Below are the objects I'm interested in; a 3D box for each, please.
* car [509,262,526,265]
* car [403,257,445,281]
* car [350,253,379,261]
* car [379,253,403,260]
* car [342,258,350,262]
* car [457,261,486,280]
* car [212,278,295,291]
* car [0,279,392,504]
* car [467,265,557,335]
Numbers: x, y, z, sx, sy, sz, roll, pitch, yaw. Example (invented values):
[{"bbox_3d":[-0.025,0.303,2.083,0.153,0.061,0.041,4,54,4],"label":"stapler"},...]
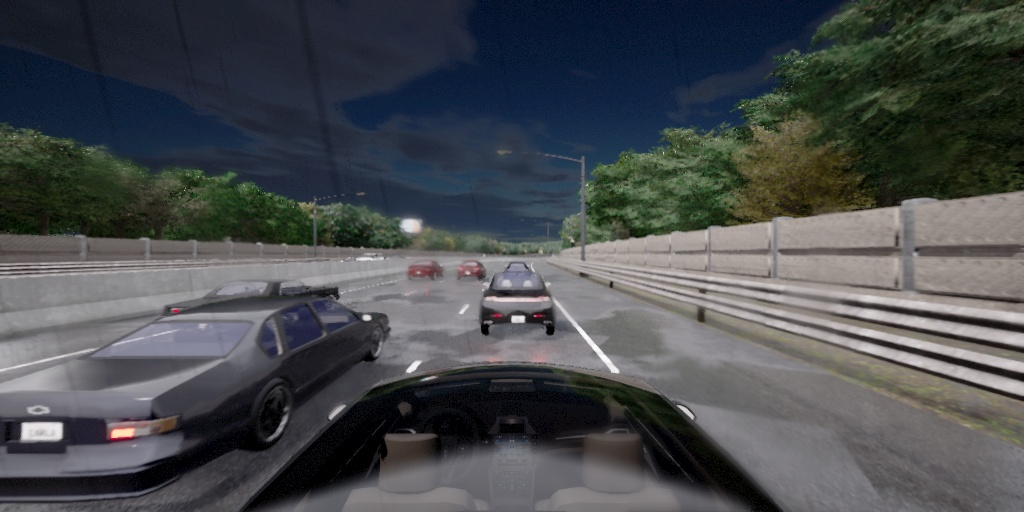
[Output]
[{"bbox_3d":[0.418,1.118,27.262,1.994,1.385,4.181,0,0,1],"label":"car"},{"bbox_3d":[-6.571,1.024,27.889,1.882,1.535,5.008,0,0,1],"label":"car"},{"bbox_3d":[-20.010,0.637,50.468,2.150,2.045,5.566,0,0,3],"label":"car"},{"bbox_3d":[-16.496,0.770,50.618,2.097,1.767,4.553,0,0,3],"label":"car"},{"bbox_3d":[-23.413,0.967,52.451,1.994,1.385,4.181,0,0,3],"label":"car"},{"bbox_3d":[-3.079,1.076,27.879,1.812,1.442,4.674,0,0,1],"label":"car"},{"bbox_3d":[-6.851,1.278,10.268,1.895,1.301,4.718,0,0,0],"label":"car"},{"bbox_3d":[-3.372,1.268,5.048,2.033,1.411,5.357,0,0,-1],"label":"car"},{"bbox_3d":[0.152,1.170,10.251,2.128,1.511,4.902,0,0,0],"label":"car"}]
